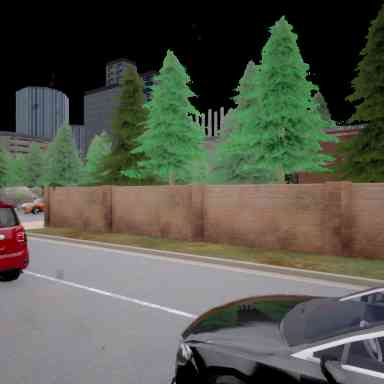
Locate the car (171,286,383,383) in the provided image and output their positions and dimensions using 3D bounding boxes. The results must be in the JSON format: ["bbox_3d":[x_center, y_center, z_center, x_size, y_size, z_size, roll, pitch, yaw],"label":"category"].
[{"bbox_3d":[2.052,1.492,2.529,4.902,1.511,2.128,0,0,36],"label":"car"}]

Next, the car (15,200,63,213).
[{"bbox_3d":[-17.368,1.601,37.927,1.895,1.301,4.718,0,0,35],"label":"car"}]

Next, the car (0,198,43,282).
[{"bbox_3d":[-6.420,1.221,8.540,5.566,2.045,2.150,0,0,36],"label":"car"}]
